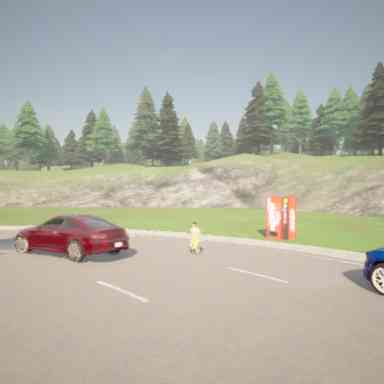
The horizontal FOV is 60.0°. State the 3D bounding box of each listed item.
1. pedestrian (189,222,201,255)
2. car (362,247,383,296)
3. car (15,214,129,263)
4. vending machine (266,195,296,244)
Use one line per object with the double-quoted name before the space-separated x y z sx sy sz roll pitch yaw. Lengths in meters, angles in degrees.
"pedestrian" 0.140 1.573 11.798 0.375 1.300 0.375 0 0 41
"car" 5.596 1.477 6.012 1.882 1.535 5.008 0 0 -23
"car" -4.335 1.525 11.922 4.674 1.442 1.812 0 -1 31
"vending machine" 4.051 1.195 15.098 0.880 2.100 1.100 0 0 43
